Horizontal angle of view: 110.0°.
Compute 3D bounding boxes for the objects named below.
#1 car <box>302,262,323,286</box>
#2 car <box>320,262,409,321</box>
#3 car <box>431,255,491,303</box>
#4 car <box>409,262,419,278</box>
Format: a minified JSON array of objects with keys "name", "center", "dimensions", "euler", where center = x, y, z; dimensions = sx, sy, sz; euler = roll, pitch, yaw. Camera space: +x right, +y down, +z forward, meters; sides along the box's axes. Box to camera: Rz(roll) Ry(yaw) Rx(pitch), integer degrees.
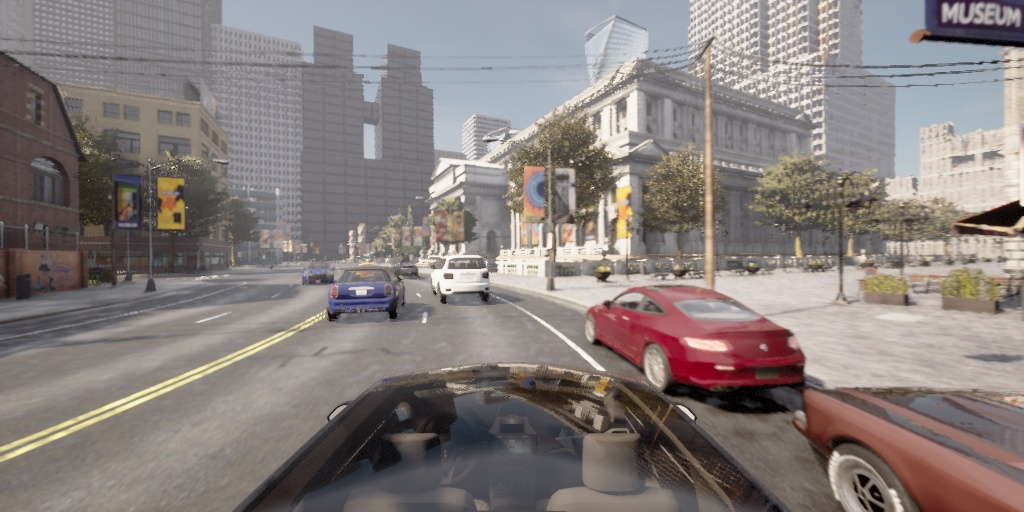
[{"name":"car","center":[-14.702,1.233,27.405],"dimensions":[2.097,1.767,4.553],"euler":[-1,0,-26]},{"name":"car","center":[-5.112,1.147,13.116],"dimensions":[2.097,1.767,4.553],"euler":[-1,0,-13]},{"name":"car","center":[-2.592,0.992,17.227],"dimensions":[2.150,2.045,5.566],"euler":[0,0,-18]},{"name":"car","center":[-10.219,1.329,34.347],"dimensions":[2.128,1.511,4.902],"euler":[-1,0,-26]}]
